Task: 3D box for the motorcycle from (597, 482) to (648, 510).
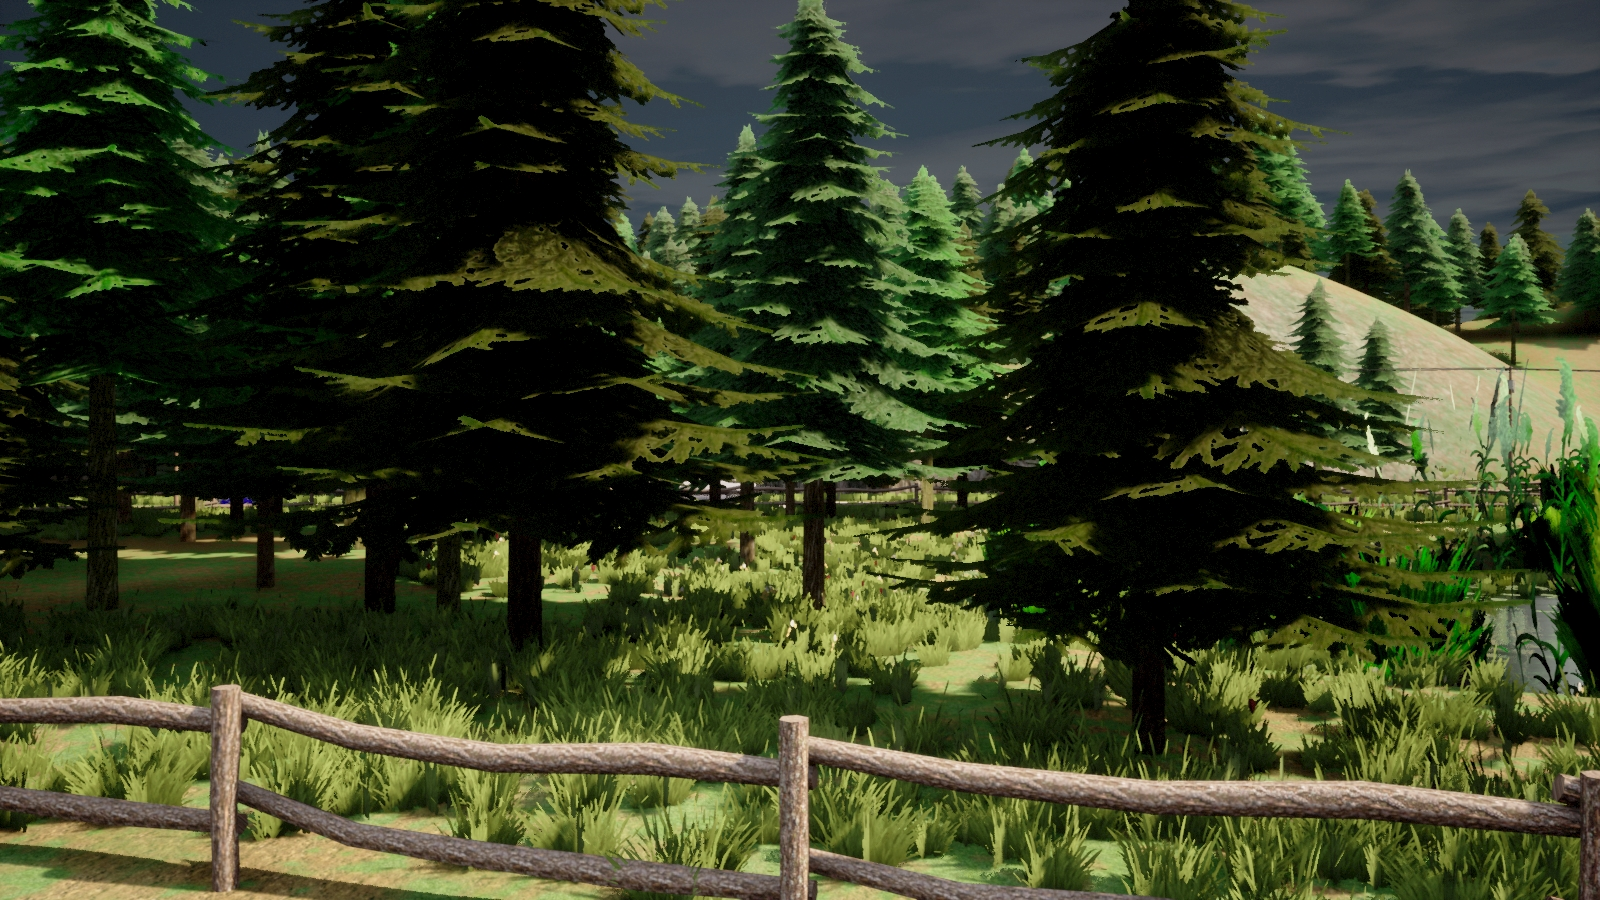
[{"bbox_3d":[-8.417,2.178,54.101,2.209,1.251,0.867,0,0,14],"label":"motorcycle"}]
